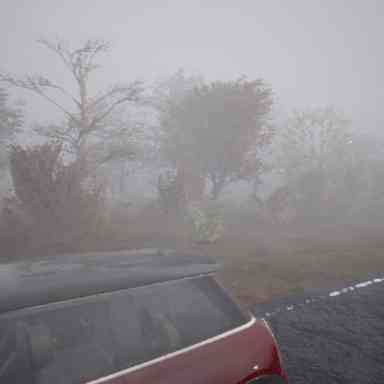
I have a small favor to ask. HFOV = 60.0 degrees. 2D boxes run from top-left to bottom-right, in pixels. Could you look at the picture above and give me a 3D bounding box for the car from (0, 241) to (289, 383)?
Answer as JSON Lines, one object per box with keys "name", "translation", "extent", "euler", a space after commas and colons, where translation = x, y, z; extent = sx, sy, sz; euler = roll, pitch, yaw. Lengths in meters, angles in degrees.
{"name": "car", "translation": [-1.450, 1.350, 2.300], "extent": [4.553, 1.767, 2.097], "euler": [0, 0, -35]}
